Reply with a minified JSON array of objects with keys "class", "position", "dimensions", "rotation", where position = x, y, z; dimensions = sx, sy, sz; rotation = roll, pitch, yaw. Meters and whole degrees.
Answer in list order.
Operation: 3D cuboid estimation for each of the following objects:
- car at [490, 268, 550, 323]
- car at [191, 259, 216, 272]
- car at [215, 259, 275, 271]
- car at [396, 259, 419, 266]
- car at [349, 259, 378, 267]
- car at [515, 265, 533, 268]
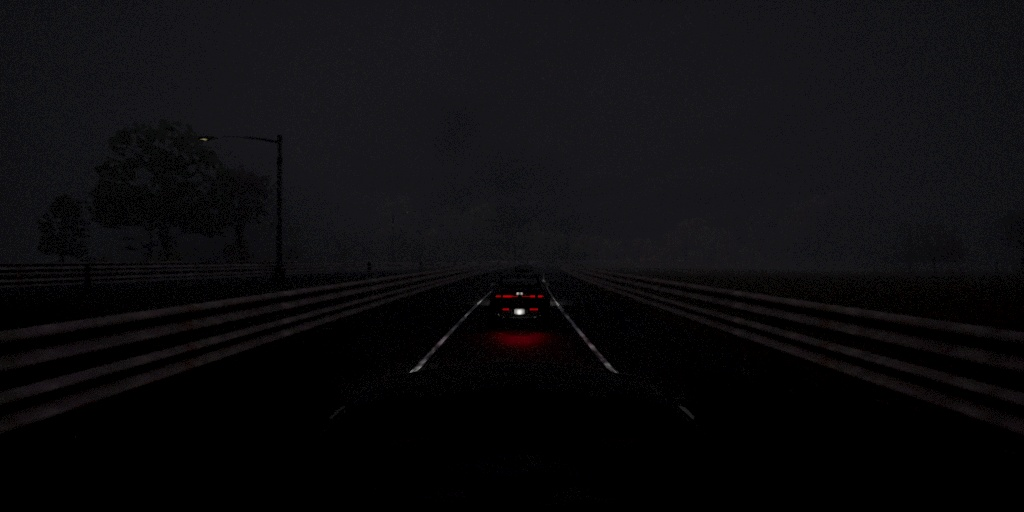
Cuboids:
[{"class":"car","position":[0.276,1.342,12.532],"dimensions":[1.837,1.490,4.892],"rotation":[0,0,2]},{"class":"car","position":[-27.222,1.037,33.788],"dimensions":[2.128,1.511,4.902],"rotation":[0,-1,15]},{"class":"car","position":[-23.831,1.095,32.916],"dimensions":[1.895,1.301,4.718],"rotation":[0,-1,15]},{"class":"car","position":[-16.757,1.272,57.722],"dimensions":[2.128,1.511,4.902],"rotation":[0,-1,17]},{"class":"car","position":[-21.823,1.229,52.999],"dimensions":[2.128,1.511,4.902],"rotation":[0,-1,16]},{"class":"car","position":[0.993,1.471,28.655],"dimensions":[1.837,1.490,4.892],"rotation":[0,0,4]}]
